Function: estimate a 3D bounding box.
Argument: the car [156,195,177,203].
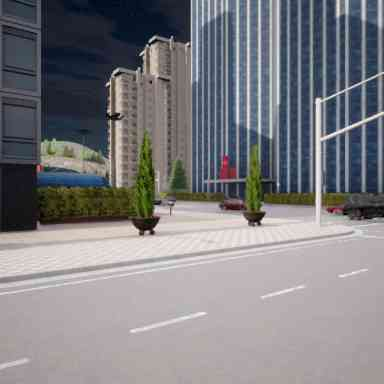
[{"bbox_3d":[-5.354,1.498,69.722,2.128,1.511,4.902,0,0,-36],"label":"car"}]

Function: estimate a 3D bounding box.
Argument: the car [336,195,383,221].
[{"bbox_3d":[14.105,1.223,24.721,2.150,2.045,5.566,0,0,-36],"label":"car"}]

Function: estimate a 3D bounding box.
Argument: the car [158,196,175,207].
[{"bbox_3d":[-4.469,1.493,50.328,2.128,1.511,4.902,0,0,-36],"label":"car"}]

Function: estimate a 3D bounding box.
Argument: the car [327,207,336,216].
[{"bbox_3d":[14.811,1.601,29.942,1.895,1.301,4.718,0,0,-39],"label":"car"}]

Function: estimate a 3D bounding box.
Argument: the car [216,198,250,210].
[{"bbox_3d":[5.223,1.563,42.887,1.994,1.385,4.181,0,0,-36],"label":"car"}]

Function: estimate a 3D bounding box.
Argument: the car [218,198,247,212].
[{"bbox_3d":[5.211,1.477,36.933,1.882,1.535,5.008,0,0,-36],"label":"car"}]
